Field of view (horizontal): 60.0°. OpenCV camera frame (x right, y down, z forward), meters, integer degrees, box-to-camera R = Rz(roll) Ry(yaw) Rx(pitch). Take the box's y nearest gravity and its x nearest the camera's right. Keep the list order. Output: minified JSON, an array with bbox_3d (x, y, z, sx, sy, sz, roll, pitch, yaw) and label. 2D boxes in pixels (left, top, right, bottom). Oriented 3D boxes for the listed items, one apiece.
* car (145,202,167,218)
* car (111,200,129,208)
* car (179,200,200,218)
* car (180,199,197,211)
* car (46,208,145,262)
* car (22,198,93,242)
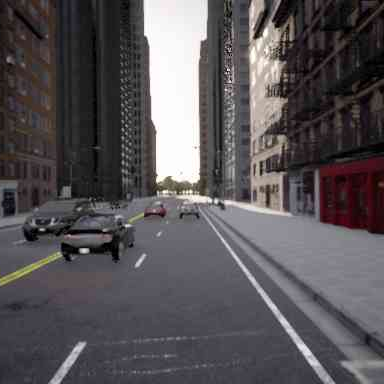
[{"bbox_3d":[-3.508,1.706,32.682,1.994,1.385,4.181,-1,0,-1],"label":"car"},{"bbox_3d":[-10.281,1.864,47.717,1.994,1.385,4.181,-1,0,-1],"label":"car"},{"bbox_3d":[-0.243,1.647,31.451,2.033,1.411,5.357,-1,0,0],"label":"car"},{"bbox_3d":[-0.450,1.697,43.015,1.994,1.385,4.181,-1,0,0],"label":"car"},{"bbox_3d":[-3.274,1.570,12.460,2.128,1.511,4.902,-1,0,-1],"label":"car"},{"bbox_3d":[-6.789,1.361,17.729,2.150,2.045,5.566,-1,0,-1],"label":"car"}]
